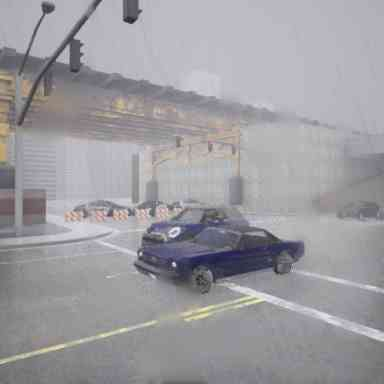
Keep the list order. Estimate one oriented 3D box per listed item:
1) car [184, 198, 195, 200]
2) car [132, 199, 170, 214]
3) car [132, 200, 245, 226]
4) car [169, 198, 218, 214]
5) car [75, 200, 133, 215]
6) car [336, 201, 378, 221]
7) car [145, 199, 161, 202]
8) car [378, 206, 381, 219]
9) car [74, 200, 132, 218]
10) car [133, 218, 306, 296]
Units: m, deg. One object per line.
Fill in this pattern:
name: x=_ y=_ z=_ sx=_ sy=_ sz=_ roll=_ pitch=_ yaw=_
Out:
car: x=0.077 y=1.295 z=35.252 sx=4.536 sy=1.218 sz=1.853 roll=0 pitch=0 yaw=-7
car: x=-3.764 y=1.295 z=31.547 sx=1.853 sy=1.218 sz=4.536 roll=0 pitch=0 yaw=18
car: x=0.286 y=1.352 z=13.034 sx=4.553 sy=1.767 sz=2.097 roll=0 pitch=0 yaw=-42
car: x=0.129 y=1.453 z=35.259 sx=4.974 sy=1.542 sz=2.038 roll=0 pitch=0 yaw=-7
car: x=-7.575 y=1.295 z=28.818 sx=4.536 sy=1.218 sz=1.853 roll=0 pitch=0 yaw=8
car: x=13.741 y=1.505 z=27.319 sx=4.892 sy=1.490 sz=1.837 roll=0 pitch=0 yaw=-38
car: x=-3.780 y=1.453 z=31.497 sx=2.038 sy=1.542 sz=4.974 roll=0 pitch=0 yaw=18
car: x=16.121 y=1.504 z=24.736 sx=4.892 sy=1.490 sz=1.837 roll=0 pitch=0 yaw=-37
car: x=-7.524 y=1.453 z=28.811 sx=4.974 sy=1.542 sz=2.038 roll=0 pitch=0 yaw=8
car: x=0.888 y=1.602 z=8.867 sx=4.718 sy=1.301 sz=1.895 roll=0 pitch=0 yaw=-37
